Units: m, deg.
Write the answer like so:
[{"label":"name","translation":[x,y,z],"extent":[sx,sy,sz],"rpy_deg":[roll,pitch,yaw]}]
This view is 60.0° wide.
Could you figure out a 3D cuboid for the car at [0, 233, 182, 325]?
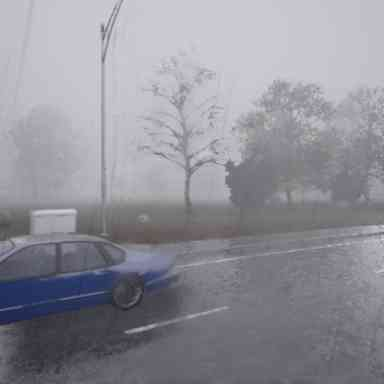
[{"label":"car","translation":[-2.802,1.528,6.213],"extent":[5.357,1.411,2.033],"rpy_deg":[0,0,-35]}]
